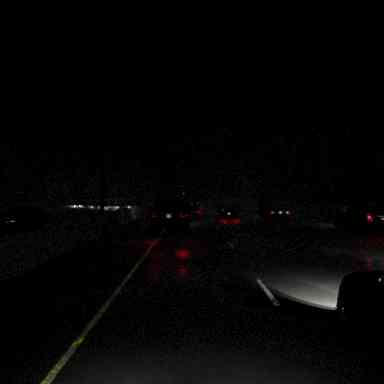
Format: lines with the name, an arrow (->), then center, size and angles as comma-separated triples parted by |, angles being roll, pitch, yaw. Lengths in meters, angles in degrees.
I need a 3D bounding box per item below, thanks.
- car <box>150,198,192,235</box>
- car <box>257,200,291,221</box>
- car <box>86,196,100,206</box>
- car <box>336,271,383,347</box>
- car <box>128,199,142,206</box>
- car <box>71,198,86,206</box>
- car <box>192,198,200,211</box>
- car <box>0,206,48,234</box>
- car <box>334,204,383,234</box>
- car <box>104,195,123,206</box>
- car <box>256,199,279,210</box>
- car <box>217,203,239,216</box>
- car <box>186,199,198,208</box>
car -> -1.226, 1.363, 20.132 | 2.150, 2.045, 5.566 | 0, 0, 0
car -> 7.099, 1.714, 29.227 | 2.033, 1.411, 5.357 | 0, 0, 0
car -> -17.520, 1.628, 62.115 | 2.097, 1.767, 4.553 | 0, 0, 0
car -> 3.599, 1.610, 4.332 | 1.994, 1.385, 4.181 | 0, -1, 0
car -> -10.521, 1.873, 61.426 | 1.895, 1.301, 4.718 | 0, 0, 1
car -> -21.016, 1.836, 62.068 | 1.994, 1.385, 4.181 | 0, 0, 0
car -> 0.032, 1.570, 45.060 | 2.097, 1.767, 4.553 | 0, 0, 1
car -> -10.598, 1.630, 20.366 | 2.128, 1.511, 4.902 | 0, 0, 0
car -> 10.599, 1.492, 20.483 | 2.097, 1.767, 4.553 | 0, 0, 0
car -> -14.027, 1.489, 60.354 | 2.150, 2.045, 5.566 | 0, 0, 1
car -> 10.599, 1.771, 47.197 | 2.033, 1.411, 5.357 | 0, 0, 0
car -> 3.599, 1.784, 34.352 | 1.895, 1.301, 4.718 | 0, 0, 0
car -> -0.001, 1.814, 54.885 | 1.994, 1.385, 4.181 | 0, 0, 0
